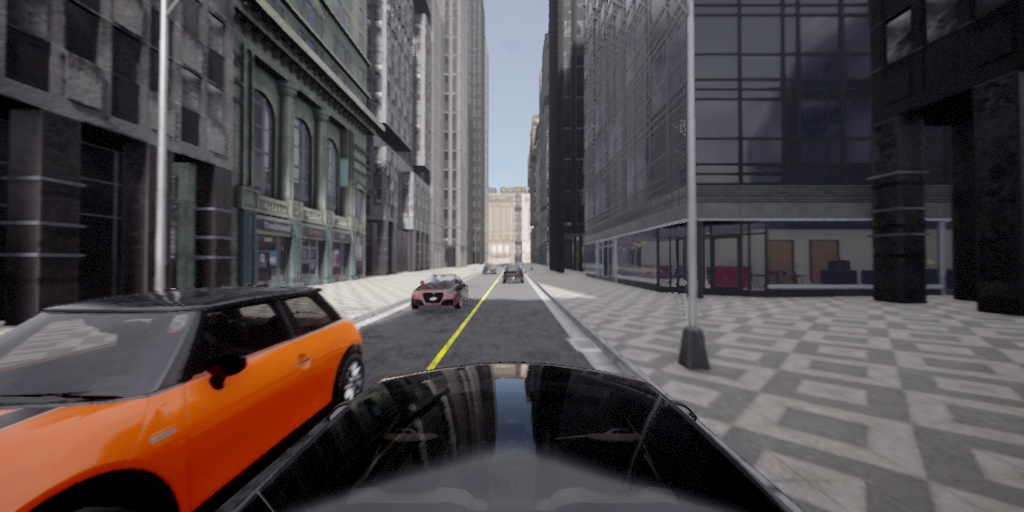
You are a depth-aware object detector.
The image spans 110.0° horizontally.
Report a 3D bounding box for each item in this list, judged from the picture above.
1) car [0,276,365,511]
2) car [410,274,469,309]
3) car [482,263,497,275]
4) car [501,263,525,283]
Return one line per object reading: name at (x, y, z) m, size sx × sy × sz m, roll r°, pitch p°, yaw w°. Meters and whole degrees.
car at (-3.100, 1.120, 3.102) m, size 2.097 × 1.767 × 4.553 m, roll 0°, pitch -1°, yaw 0°
car at (-3.072, 1.497, 15.959) m, size 1.994 × 1.385 × 4.181 m, roll 0°, pitch -1°, yaw 0°
car at (-3.034, 1.767, 49.161) m, size 1.837 × 1.490 × 4.892 m, roll 0°, pitch 0°, yaw 0°
car at (0.123, 1.626, 32.712) m, size 1.837 × 1.490 × 4.892 m, roll 0°, pitch 0°, yaw 0°
